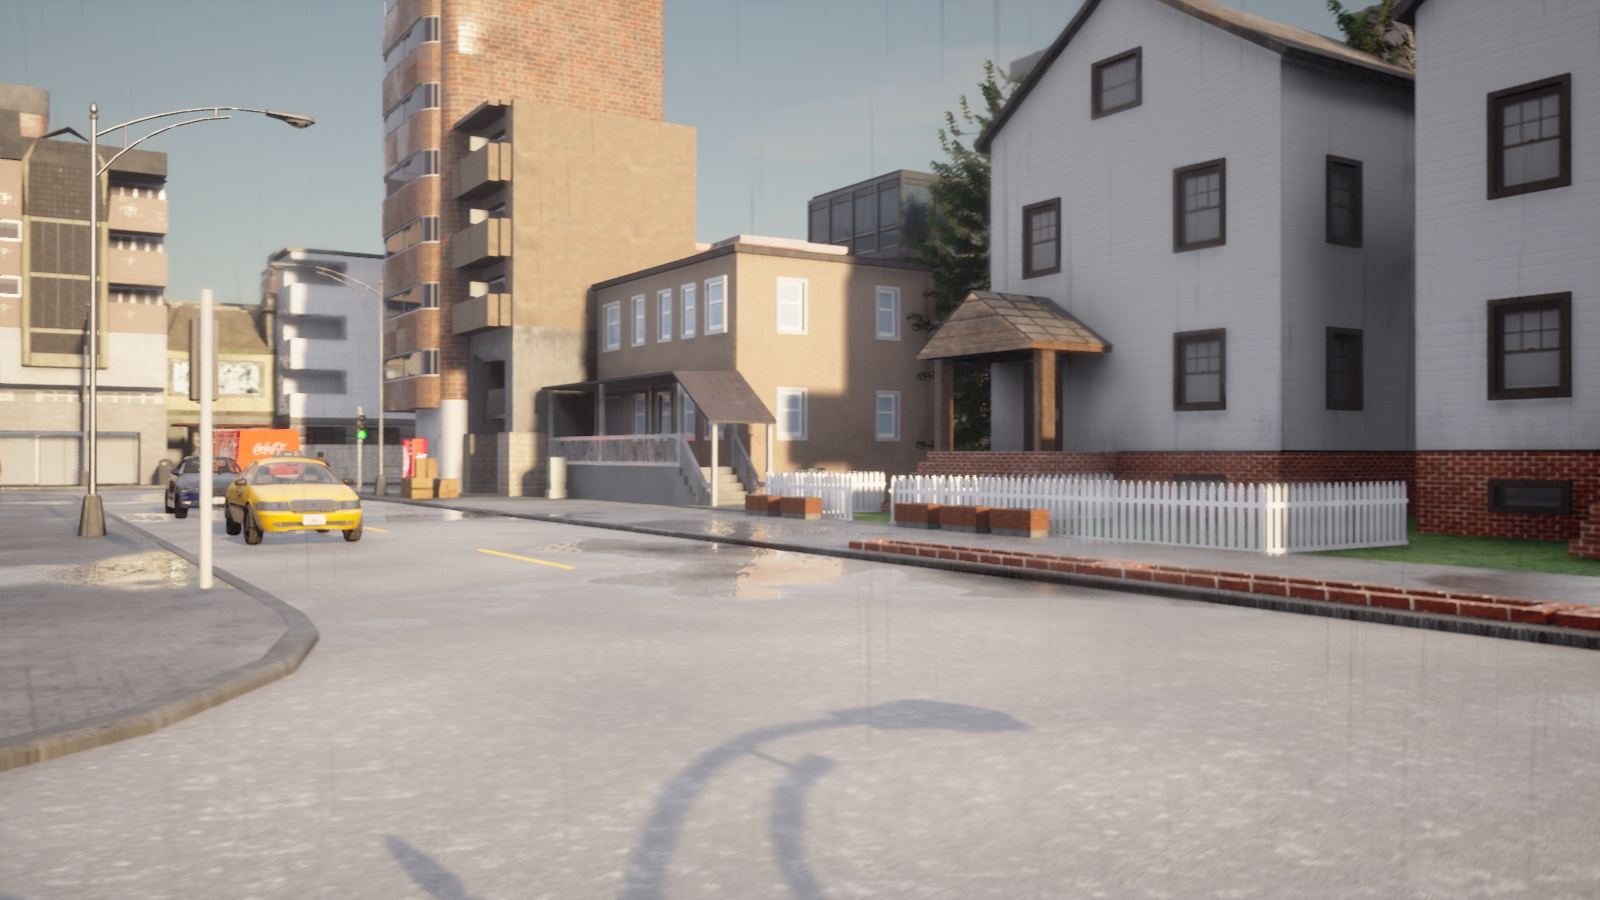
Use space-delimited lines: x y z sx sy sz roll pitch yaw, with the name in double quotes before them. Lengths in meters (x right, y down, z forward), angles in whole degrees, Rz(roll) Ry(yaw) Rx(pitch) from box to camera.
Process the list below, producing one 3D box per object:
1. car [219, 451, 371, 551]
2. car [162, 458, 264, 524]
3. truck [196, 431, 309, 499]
"car" -9.217 0.816 22.636 1.801 1.575 5.366 0 0 -30
"car" -14.456 0.945 30.811 1.816 1.474 4.193 0 0 -31
"truck" -20.904 0.542 47.827 2.627 2.467 5.204 -1 0 -39
